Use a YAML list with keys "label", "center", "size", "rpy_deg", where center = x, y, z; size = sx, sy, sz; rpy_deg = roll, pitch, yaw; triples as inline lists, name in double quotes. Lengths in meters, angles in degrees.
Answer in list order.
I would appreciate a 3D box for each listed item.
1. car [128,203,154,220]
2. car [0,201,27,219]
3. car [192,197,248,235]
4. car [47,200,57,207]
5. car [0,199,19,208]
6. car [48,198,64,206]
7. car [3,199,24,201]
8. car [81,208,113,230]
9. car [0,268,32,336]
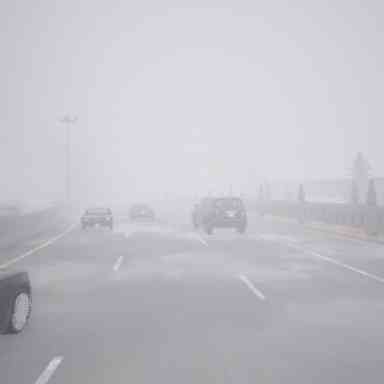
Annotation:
- label: "car"
  center: [-4.583, 1.676, 29.479]
  size: [1.994, 1.385, 4.181]
  rpy_deg: [0, 0, -16]
- label: "car"
  center: [-14.672, 1.683, 26.163]
  size: [2.033, 1.411, 5.357]
  rpy_deg: [0, 0, -16]
- label: "car"
  center: [1.479, 1.285, 19.622]
  size: [2.150, 2.045, 5.566]
  rpy_deg: [0, 0, -11]
- label: "car"
  center: [-36.293, 2.985, 86.507]
  size: [1.882, 1.535, 5.008]
  rpy_deg: [0, -5, -17]
- label: "car"
  center: [-30.930, 1.864, 56.381]
  size: [1.994, 1.385, 4.181]
  rpy_deg: [0, 0, -16]
- label: "car"
  center: [-25.899, 1.874, 64.028]
  size: [1.994, 1.385, 4.181]
  rpy_deg: [0, 0, -17]
- label: "car"
  center: [-24.220, 1.745, 45.996]
  size: [1.837, 1.490, 4.892]
  rpy_deg: [0, 0, -16]
- label: "car"
  center: [-6.215, 1.693, 22.149]
  size: [1.895, 1.301, 4.718]
  rpy_deg: [0, 0, -13]
- label: "car"
  center: [-3.595, 1.495, 3.692]
  size: [1.882, 1.535, 5.008]
  rpy_deg: [0, 0, -2]
